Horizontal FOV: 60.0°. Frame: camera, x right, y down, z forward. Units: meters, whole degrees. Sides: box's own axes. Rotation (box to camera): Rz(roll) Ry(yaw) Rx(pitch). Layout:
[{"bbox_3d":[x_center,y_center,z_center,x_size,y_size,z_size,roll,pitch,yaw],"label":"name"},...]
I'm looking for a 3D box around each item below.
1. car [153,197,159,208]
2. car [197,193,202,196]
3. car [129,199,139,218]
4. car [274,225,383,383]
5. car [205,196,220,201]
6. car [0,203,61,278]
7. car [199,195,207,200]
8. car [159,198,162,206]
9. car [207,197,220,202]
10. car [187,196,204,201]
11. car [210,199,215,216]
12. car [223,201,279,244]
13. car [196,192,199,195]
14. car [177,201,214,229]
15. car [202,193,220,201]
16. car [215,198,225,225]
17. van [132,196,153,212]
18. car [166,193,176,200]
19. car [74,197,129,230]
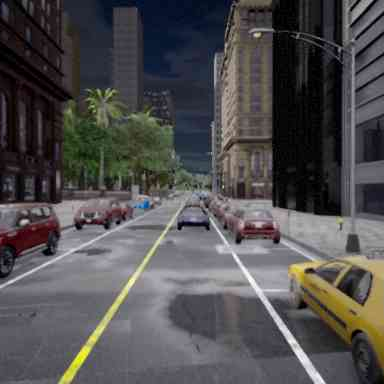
[{"bbox_3d":[-5.774,1.379,42.821,1.967,1.590,4.097,0,0,0],"label":"car"},{"bbox_3d":[2.745,1.444,80.094,1.947,1.339,4.313,0,0,0],"label":"car"},{"bbox_3d":[-5.771,1.504,26.542,1.887,1.381,4.507,0,0,0],"label":"car"},{"bbox_3d":[2.759,1.517,5.001,1.752,1.417,4.829,0,0,0],"label":"car"},{"bbox_3d":[2.752,1.472,37.551,1.752,1.417,4.829,0,0,0],"label":"car"},{"bbox_3d":[-5.768,1.297,10.264,2.192,1.841,5.009,0,0,0],"label":"car"},{"bbox_3d":[2.744,1.434,85.514,1.947,1.339,4.313,0,0,0],"label":"car"},{"bbox_3d":[-5.776,1.505,53.673,1.802,1.307,4.206,0,0,0],"label":"car"},{"bbox_3d":[2.753,1.505,31.956,2.008,1.369,4.403,0,0,0],"label":"car"},{"bbox_3d":[0.094,1.490,40.341,2.033,1.411,5.357,0,0,0],"label":"car"},{"bbox_3d":[2.753,1.505,26.531,1.887,1.381,4.507,0,0,0],"label":"car"},{"bbox_3d":[2.756,1.415,15.681,1.967,1.590,4.097,0,0,0],"label":"car"},{"bbox_3d":[2.743,1.382,91.104,1.752,1.417,4.829,0,0,0],"label":"car"},{"bbox_3d":[0.096,1.531,21.200,1.994,1.385,4.181,0,0,0],"label":"car"},{"bbox_3d":[2.750,1.255,42.806,2.192,1.841,5.009,0,0,0],"label":"car"},{"bbox_3d":[2.755,1.408,21.106,1.967,1.590,4.097,0,0,0],"label":"car"},{"bbox_3d":[-5.774,1.287,37.394,1.690,1.788,3.998,0,0,0],"label":"van"},{"bbox_3d":[-5.781,1.418,85.532,2.008,1.369,4.403,0,0,0],"label":"car"},{"bbox_3d":[-5.771,1.282,21.116,2.192,1.841,5.009,0,0,0],"label":"car"}]
